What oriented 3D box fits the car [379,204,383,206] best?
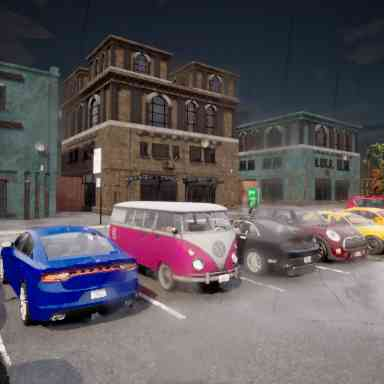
[{"bbox_3d":[8.376,1.481,15.451,2.097,1.535,5.008,0,0,-36],"label":"car"}]

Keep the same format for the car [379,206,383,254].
[{"bbox_3d":[6.223,1.479,13.677,1.946,1.575,5.366,0,0,-36],"label":"car"}]

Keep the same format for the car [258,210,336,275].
[{"bbox_3d":[1.592,1.483,10.584,2.231,1.521,4.892,0,0,-36],"label":"car"}]

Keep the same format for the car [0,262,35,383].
[{"bbox_3d":[-3.572,1.491,1.440,4.902,1.511,2.128,0,0,-36],"label":"car"}]

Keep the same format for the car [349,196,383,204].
[{"bbox_3d":[10.660,1.230,17.043,2.435,2.045,5.566,0,0,-36],"label":"car"}]

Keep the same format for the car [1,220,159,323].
[{"bbox_3d":[-2.937,1.480,7.346,2.097,1.535,5.008,0,0,-36],"label":"car"}]

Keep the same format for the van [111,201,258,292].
[{"bbox_3d":[-0.608,1.256,8.875,1.878,1.987,4.442,0,0,-36],"label":"van"}]

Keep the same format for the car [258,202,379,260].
[{"bbox_3d":[3.935,1.356,12.307,2.185,1.767,4.553,0,0,-36],"label":"car"}]
